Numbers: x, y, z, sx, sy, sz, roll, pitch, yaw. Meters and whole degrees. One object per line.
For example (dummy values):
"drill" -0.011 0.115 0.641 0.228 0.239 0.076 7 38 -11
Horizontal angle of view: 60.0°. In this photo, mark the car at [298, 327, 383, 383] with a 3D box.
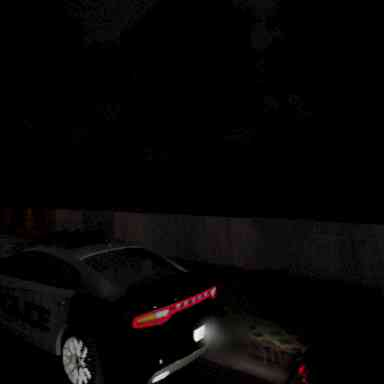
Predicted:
"car" 2.966 1.535 1.833 4.674 1.442 1.812 0 0 36

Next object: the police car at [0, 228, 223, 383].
"police car" -2.004 1.442 5.394 5.238 1.638 1.930 0 0 36
